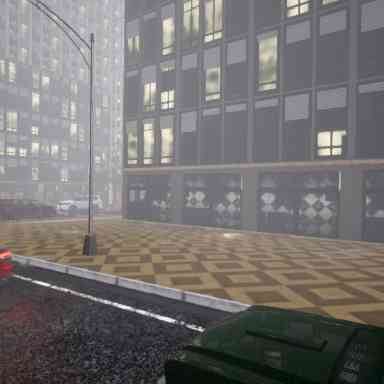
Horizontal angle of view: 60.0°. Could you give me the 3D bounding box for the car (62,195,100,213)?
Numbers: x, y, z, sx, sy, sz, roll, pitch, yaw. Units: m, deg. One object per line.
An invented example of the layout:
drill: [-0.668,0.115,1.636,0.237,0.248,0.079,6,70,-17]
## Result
car: [-13.781,1.417,41.130,2.150,2.045,5.566,1,0,36]

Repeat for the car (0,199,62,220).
car: [-14.831,1.519,29.944,2.192,1.841,5.009,1,0,36]

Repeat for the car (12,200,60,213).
car: [-18.348,1.643,39.311,1.752,1.417,4.829,1,0,36]

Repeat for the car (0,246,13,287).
car: [-6.093,1.521,7.998,4.674,1.442,1.812,0,0,35]

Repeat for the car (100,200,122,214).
car: [-8.052,1.830,39.169,1.752,1.417,4.829,1,0,36]

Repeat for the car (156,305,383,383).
car: [2.016,1.601,2.248,4.718,1.301,1.895,0,0,35]
